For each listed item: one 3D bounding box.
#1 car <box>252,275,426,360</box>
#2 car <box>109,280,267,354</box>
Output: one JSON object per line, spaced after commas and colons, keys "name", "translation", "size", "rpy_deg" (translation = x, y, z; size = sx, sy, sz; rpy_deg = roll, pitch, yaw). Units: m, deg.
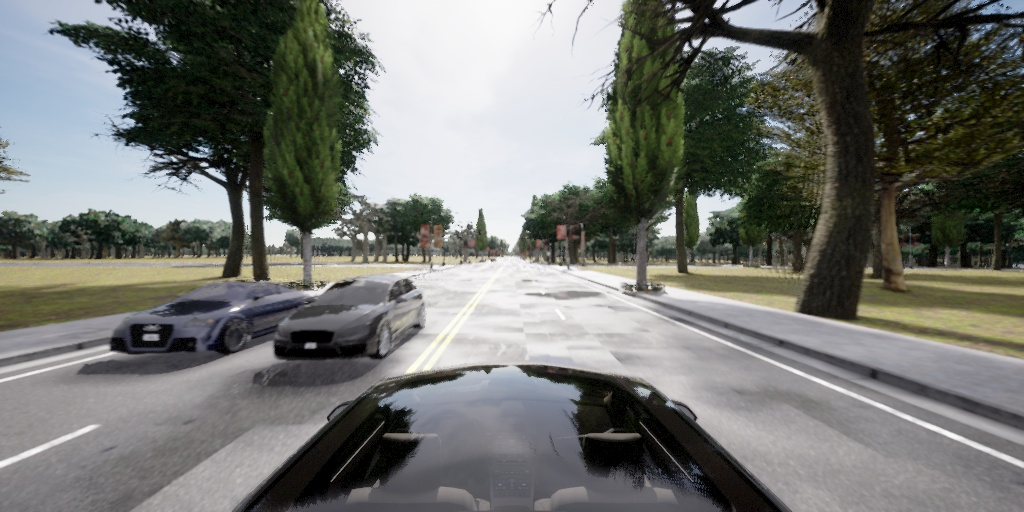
{"name": "car", "translation": [-3.347, 1.236, 8.386], "size": [1.837, 1.490, 4.892], "rpy_deg": [0, 0, 0]}
{"name": "car", "translation": [-6.597, 1.294, 8.544], "size": [1.994, 1.385, 4.181], "rpy_deg": [0, 0, 0]}
